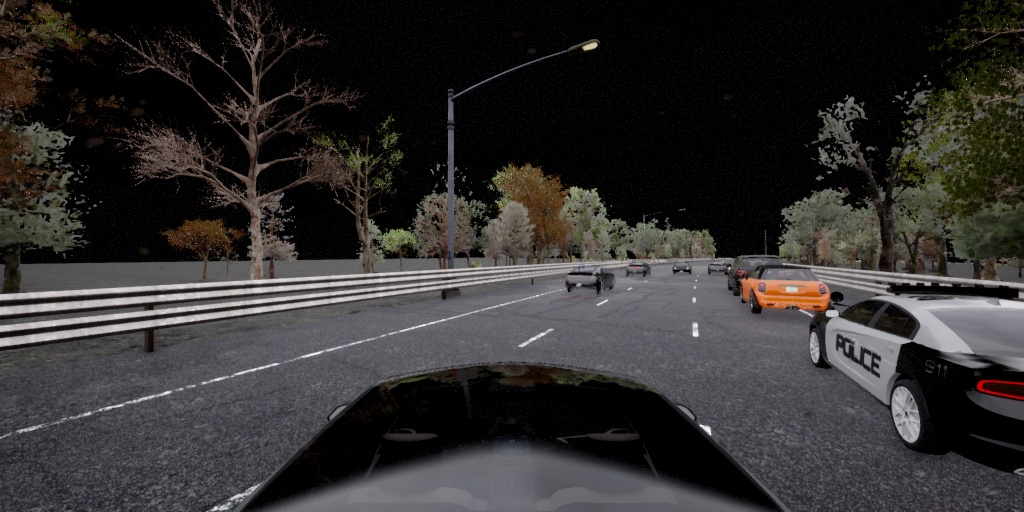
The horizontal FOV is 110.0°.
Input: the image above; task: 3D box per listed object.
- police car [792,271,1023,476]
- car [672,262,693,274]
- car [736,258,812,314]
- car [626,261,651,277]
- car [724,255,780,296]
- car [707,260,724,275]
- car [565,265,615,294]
[{"bbox_3d":[5.618,1.175,4.712,1.930,1.638,5.238,0,0,26],"label":"police car"},{"bbox_3d":[19.425,1.370,40.780,1.895,1.301,4.718,0,0,29],"label":"car"},{"bbox_3d":[9.961,1.102,13.425,2.097,1.767,4.553,0,0,27],"label":"car"},{"bbox_3d":[12.585,1.254,35.521,2.128,1.511,4.902,0,0,28],"label":"car"},{"bbox_3d":[12.686,0.978,18.753,2.150,2.045,5.566,0,0,27],"label":"car"},{"bbox_3d":[22.535,1.262,39.295,2.128,1.511,4.902,0,0,30],"label":"car"},{"bbox_3d":[4.463,1.244,20.096,2.128,1.511,4.902,0,0,27],"label":"car"}]
